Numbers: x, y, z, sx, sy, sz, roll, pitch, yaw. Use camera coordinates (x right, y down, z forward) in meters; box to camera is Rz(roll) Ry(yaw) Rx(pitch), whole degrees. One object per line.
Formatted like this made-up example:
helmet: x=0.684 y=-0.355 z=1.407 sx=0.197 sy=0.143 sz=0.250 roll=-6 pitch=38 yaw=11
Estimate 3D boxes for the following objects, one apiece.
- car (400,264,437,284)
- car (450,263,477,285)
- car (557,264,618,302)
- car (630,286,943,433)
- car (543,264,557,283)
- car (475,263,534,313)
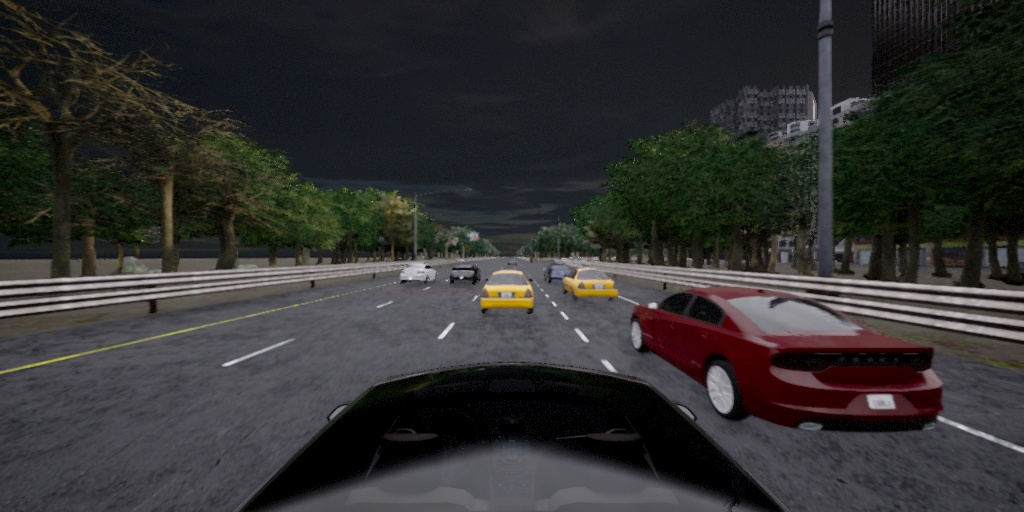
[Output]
car: x=-6.880 y=1.279 z=26.590 sx=1.812 sy=1.442 sz=4.674 roll=0 pitch=0 yaw=0
car: x=-3.382 y=1.245 z=26.588 sx=2.128 sy=1.511 sz=4.902 roll=0 pitch=0 yaw=0
car: x=3.513 y=1.209 z=17.069 sx=1.801 sy=1.575 sz=5.366 roll=0 pitch=0 yaw=0
car: x=3.503 y=1.229 z=5.879 sx=1.882 sy=1.535 sz=5.008 roll=0 pitch=0 yaw=0
car: x=3.522 y=1.301 z=27.879 sx=2.033 sy=1.411 sz=5.357 roll=0 pitch=0 yaw=0
car: x=-0.130 y=1.208 z=13.886 sx=1.801 sy=1.575 sz=5.366 roll=0 pitch=0 yaw=1
